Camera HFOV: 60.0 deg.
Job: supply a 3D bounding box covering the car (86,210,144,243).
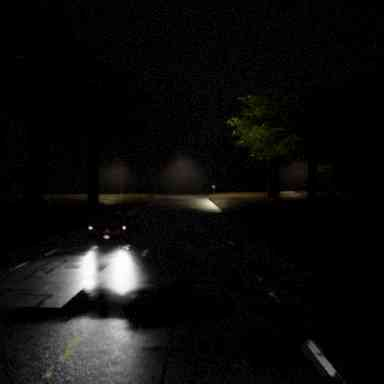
[{"bbox_3d":[-3.595,1.596,16.289,1.895,1.301,4.718,0,0,0],"label":"car"}]
